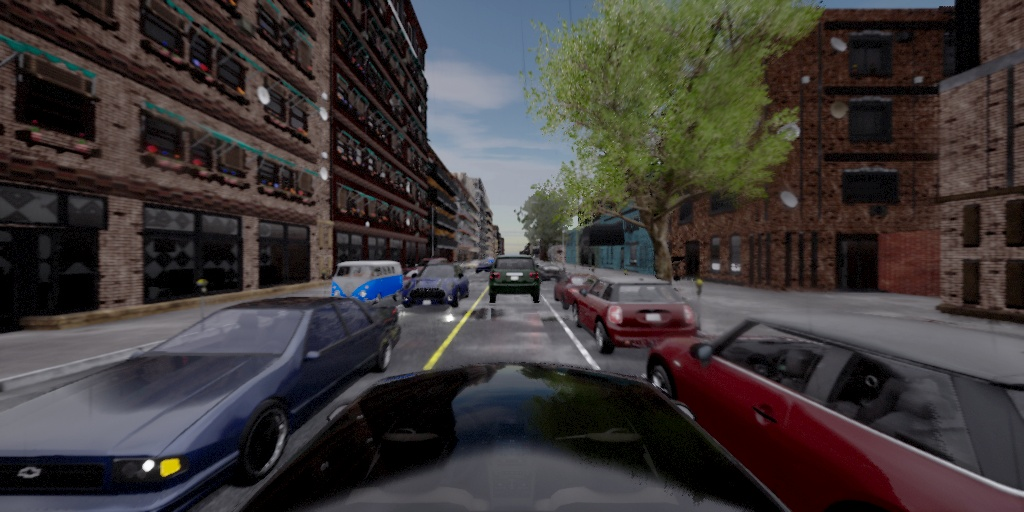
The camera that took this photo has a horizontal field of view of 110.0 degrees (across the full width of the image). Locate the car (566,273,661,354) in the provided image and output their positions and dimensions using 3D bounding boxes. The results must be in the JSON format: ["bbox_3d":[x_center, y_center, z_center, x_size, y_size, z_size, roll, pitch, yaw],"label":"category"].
[{"bbox_3d":[2.691,1.188,8.766,1.967,1.591,4.097,0,0,0],"label":"car"}]

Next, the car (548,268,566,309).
[{"bbox_3d":[2.691,1.330,14.463,1.802,1.307,4.207,0,0,0],"label":"car"}]

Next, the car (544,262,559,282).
[{"bbox_3d":[2.692,1.302,25.856,2.007,1.370,4.403,0,0,0],"label":"car"}]

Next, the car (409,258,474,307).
[{"bbox_3d":[-3.067,1.100,15.266,2.097,1.767,4.553,0,0,0],"label":"car"}]

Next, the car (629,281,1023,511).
[{"bbox_3d":[2.691,1.190,3.070,1.967,1.591,4.097,0,0,0],"label":"car"}]

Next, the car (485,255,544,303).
[{"bbox_3d":[0.101,0.969,16.930,2.150,2.045,5.566,0,0,0],"label":"car"}]

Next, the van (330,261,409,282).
[{"bbox_3d":[-5.690,1.089,14.465,1.690,1.789,3.998,0,0,0],"label":"van"}]

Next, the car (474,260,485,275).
[{"bbox_3d":[-3.012,1.365,40.344,1.895,1.301,4.718,0,0,0],"label":"car"}]

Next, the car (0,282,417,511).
[{"bbox_3d":[-3.077,1.297,4.875,2.033,1.411,5.357,0,0,0],"label":"car"}]
